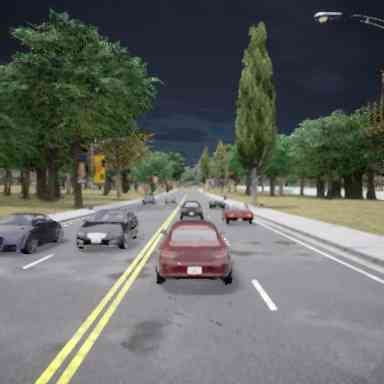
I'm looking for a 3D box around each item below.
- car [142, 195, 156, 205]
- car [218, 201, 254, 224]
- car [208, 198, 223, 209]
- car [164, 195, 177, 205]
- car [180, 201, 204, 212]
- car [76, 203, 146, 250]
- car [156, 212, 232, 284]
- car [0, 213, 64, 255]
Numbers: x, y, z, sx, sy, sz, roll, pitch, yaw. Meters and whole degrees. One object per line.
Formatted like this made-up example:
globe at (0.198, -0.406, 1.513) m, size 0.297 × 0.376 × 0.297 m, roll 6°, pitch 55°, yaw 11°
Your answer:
car at (-6.831, 1.288, 53.339) m, size 1.837 × 1.490 × 4.892 m, roll 0°, pitch 0°, yaw 0°
car at (3.187, 1.548, 24.215) m, size 1.895 × 1.301 × 4.718 m, roll 0°, pitch 0°, yaw 0°
car at (3.113, 1.465, 42.988) m, size 1.895 × 1.301 × 4.718 m, roll 0°, pitch 0°, yaw 0°
car at (-3.586, 1.306, 55.150) m, size 1.812 × 1.442 × 4.674 m, roll 0°, pitch 0°, yaw 0°
car at (-0.027, 1.451, 27.224) m, size 1.812 × 1.442 × 4.674 m, roll 0°, pitch 0°, yaw 0°
car at (-3.428, 1.465, 14.307) m, size 2.128 × 1.511 × 4.902 m, roll 0°, pitch 0°, yaw 0°
car at (0.045, 1.527, 9.509) m, size 1.812 × 1.442 × 4.674 m, roll 0°, pitch 0°, yaw 0°
car at (-6.672, 1.535, 13.061) m, size 1.994 × 1.385 × 4.181 m, roll 0°, pitch 0°, yaw 0°
